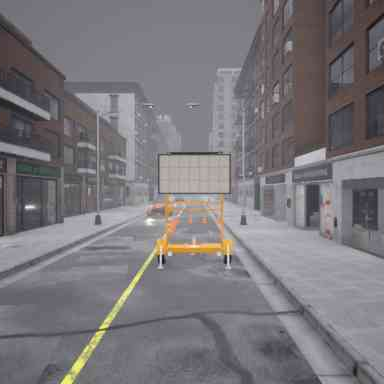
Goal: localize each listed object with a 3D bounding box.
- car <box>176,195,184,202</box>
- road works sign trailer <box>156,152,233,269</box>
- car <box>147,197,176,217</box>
[{"bbox_3d":[-2.496,1.460,65.710,1.837,1.490,4.892,0,0,0],"label":"car"},{"bbox_3d":[0.085,0.463,11.170,2.380,3.560,2.880,0,0,0],"label":"road works sign trailer"},{"bbox_3d":[-2.866,1.343,30.728,2.097,1.767,4.553,0,0,0],"label":"car"}]
